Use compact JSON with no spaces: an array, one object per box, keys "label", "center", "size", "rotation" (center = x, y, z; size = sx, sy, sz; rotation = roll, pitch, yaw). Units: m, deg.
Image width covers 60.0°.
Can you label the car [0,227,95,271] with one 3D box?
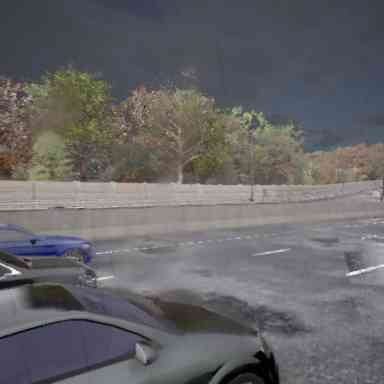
[{"label":"car","center":[-3.959,1.506,5.223],"size":[4.892,1.490,1.837],"rotation":[0,0,-36]}]

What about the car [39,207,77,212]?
[{"label":"car","center":[-8.168,1.568,19.660],"size":[4.181,1.385,1.994],"rotation":[0,0,-35]}]

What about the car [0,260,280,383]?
[{"label":"car","center":[-1.162,1.565,2.919],"size":[4.181,1.385,1.994],"rotation":[0,0,-35]}]

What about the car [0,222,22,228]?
[{"label":"car","center":[-4.982,1.527,8.795],"size":[4.674,1.442,1.812],"rotation":[0,0,-35]}]
